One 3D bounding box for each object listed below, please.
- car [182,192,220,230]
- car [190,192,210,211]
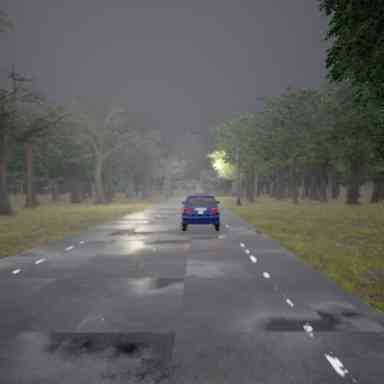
[{"bbox_3d":[0.540,1.137,20.456,2.150,2.045,5.566,-1,1,2],"label":"car"},{"bbox_3d":[0.962,1.040,39.086,2.150,2.045,5.566,-1,0,1],"label":"car"}]
